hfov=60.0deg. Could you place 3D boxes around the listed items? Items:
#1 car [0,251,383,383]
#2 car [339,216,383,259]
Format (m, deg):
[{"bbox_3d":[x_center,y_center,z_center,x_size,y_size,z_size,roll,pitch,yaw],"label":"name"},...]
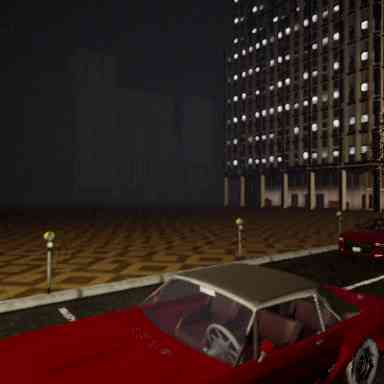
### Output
[{"bbox_3d":[0.274,1.591,3.575,4.718,1.301,1.895,0,0,-35],"label":"car"},{"bbox_3d":[6.843,1.489,11.429,4.507,1.381,1.887,0,1,-35],"label":"car"}]
